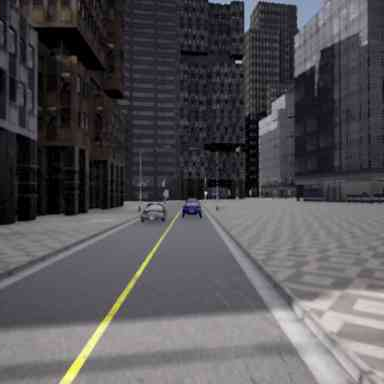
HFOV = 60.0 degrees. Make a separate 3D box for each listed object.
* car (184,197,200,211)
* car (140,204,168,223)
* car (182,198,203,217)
[{"bbox_3d":[0.040,1.589,46.150,2.097,1.767,4.553,0,0,1],"label":"car"},{"bbox_3d":[-3.001,1.687,27.054,1.812,1.442,4.674,0,0,0],"label":"car"},{"bbox_3d":[0.007,1.633,32.677,1.882,1.535,5.008,0,-1,0],"label":"car"}]
